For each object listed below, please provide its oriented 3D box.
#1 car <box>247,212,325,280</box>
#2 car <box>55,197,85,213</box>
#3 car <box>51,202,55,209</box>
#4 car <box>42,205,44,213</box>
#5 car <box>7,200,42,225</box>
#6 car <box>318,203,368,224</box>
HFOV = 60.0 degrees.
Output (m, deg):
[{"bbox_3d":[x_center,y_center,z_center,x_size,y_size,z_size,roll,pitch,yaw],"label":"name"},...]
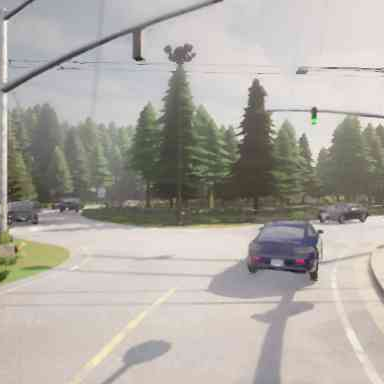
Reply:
[{"bbox_3d":[2.944,1.550,10.145,1.812,1.442,4.674,0,0,23],"label":"car"},{"bbox_3d":[-13.147,1.477,36.890,1.837,1.490,4.892,-1,0,-5],"label":"car"},{"bbox_3d":[-16.169,1.450,42.865,2.128,1.511,4.902,0,0,10],"label":"car"},{"bbox_3d":[-15.932,1.480,32.523,1.812,1.442,4.674,0,0,-11],"label":"car"},{"bbox_3d":[-12.073,1.476,23.394,1.837,1.490,4.892,0,0,-32],"label":"car"},{"bbox_3d":[11.516,1.568,25.386,4.902,1.511,2.128,0,0,-35],"label":"car"}]
